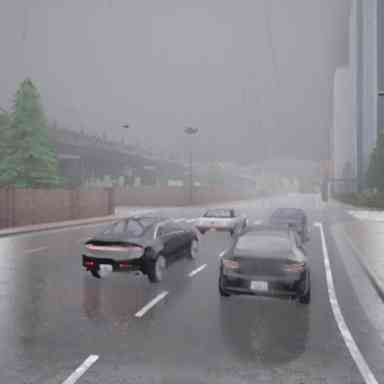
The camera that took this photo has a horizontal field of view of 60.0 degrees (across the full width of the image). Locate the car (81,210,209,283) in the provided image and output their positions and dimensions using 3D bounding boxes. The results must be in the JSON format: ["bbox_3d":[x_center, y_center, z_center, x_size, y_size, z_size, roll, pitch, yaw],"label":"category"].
[{"bbox_3d":[-1.213,1.484,9.767,2.128,1.511,4.902,0,0,17],"label":"car"}]

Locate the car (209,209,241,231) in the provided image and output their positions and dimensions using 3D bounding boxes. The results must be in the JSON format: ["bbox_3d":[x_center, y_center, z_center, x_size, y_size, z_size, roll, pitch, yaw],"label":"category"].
[{"bbox_3d":[1.794,1.586,18.598,1.895,1.301,4.718,0,0,20],"label":"car"}]

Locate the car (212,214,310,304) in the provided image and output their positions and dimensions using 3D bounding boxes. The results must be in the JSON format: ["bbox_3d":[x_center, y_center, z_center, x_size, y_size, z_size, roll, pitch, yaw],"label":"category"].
[{"bbox_3d":[1.874,1.519,8.183,1.812,1.442,4.674,0,0,17],"label":"car"}]

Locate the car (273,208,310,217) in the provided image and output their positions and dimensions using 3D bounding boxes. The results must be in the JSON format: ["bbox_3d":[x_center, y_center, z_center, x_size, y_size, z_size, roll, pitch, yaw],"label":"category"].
[{"bbox_3d":[5.038,1.532,17.310,2.033,1.411,5.357,0,0,20],"label":"car"}]
